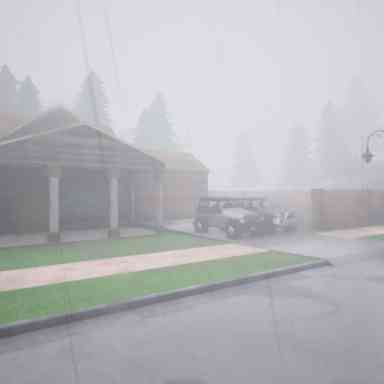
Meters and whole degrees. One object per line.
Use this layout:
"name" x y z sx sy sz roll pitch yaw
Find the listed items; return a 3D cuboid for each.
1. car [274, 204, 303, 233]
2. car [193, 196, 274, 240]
"car" 3.512 1.162 17.821 1.932 1.855 4.605 0 0 -36
"car" 1.693 1.166 16.043 1.905 1.878 3.866 0 0 -36
